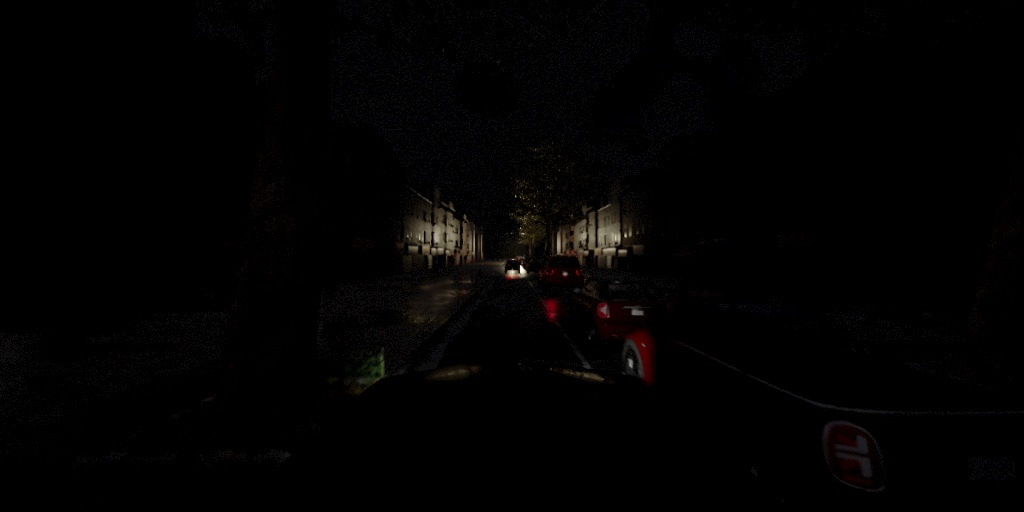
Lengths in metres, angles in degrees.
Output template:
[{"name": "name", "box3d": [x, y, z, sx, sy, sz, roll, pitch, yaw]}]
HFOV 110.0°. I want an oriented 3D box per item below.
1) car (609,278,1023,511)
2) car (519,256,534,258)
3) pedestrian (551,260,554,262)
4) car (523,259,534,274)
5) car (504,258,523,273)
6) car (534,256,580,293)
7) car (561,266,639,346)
[{"name": "car", "box3d": [2.637, 1.196, 3.905, 1.967, 1.591, 4.097, 0, 0, 0]}, {"name": "car", "box3d": [2.638, 1.080, 53.828, 2.192, 1.841, 5.009, 0, 0, 0]}, {"name": "pedestrian", "box3d": [2.750, 1.090, 24.508, 0.375, 1.860, 0.375, 0, 0, 0]}, {"name": "car", "box3d": [2.638, 1.352, 42.736, 1.948, 1.339, 4.313, 0, 0, 0]}, {"name": "car", "box3d": [0.065, 1.287, 43.617, 1.837, 1.490, 4.892, 0, -1, 0]}, {"name": "car", "box3d": [2.749, 1.018, 21.259, 2.150, 2.045, 5.566, 0, 0, 0]}, {"name": "car", "box3d": [2.637, 1.210, 9.452, 1.967, 1.591, 4.097, 0, 0, 0]}]
